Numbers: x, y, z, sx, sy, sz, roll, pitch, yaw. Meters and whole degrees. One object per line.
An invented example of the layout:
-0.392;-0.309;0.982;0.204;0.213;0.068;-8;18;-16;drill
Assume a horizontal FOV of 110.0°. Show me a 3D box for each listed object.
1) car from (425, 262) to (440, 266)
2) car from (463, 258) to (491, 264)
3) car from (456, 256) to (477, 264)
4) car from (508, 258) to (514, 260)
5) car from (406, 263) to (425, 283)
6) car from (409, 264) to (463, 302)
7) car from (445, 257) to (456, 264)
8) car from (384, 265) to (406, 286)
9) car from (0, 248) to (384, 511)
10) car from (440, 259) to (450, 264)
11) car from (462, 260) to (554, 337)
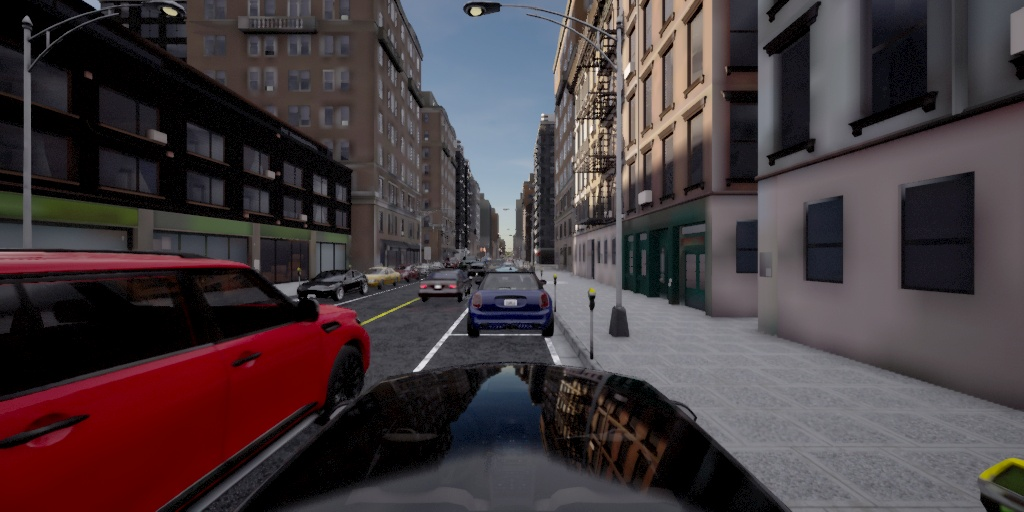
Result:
-8.408;1.298;33.457;2.007;1.370;4.403;0;0;0;car
-3.002;1.255;33.067;1.837;1.490;4.892;0;1;0;car
-5.778;0.964;49.071;2.150;2.045;5.566;0;0;0;car
-0.383;1.269;39.031;1.751;1.417;4.829;0;0;0;car
-8.408;1.331;28.044;1.802;1.307;4.207;0;0;0;car
-3.011;1.297;17.100;2.033;1.411;5.357;0;0;0;car
-8.408;1.052;49.696;2.192;1.841;5.009;0;0;0;car
-8.408;1.275;22.461;1.751;1.417;4.829;0;0;0;car
-3.019;0.974;2.568;2.150;2.045;5.566;0;0;0;car
-8.408;1.295;38.870;2.007;1.370;4.403;0;0;0;car
-0.033;1.102;10.470;2.097;1.767;4.553;0;0;0;car
